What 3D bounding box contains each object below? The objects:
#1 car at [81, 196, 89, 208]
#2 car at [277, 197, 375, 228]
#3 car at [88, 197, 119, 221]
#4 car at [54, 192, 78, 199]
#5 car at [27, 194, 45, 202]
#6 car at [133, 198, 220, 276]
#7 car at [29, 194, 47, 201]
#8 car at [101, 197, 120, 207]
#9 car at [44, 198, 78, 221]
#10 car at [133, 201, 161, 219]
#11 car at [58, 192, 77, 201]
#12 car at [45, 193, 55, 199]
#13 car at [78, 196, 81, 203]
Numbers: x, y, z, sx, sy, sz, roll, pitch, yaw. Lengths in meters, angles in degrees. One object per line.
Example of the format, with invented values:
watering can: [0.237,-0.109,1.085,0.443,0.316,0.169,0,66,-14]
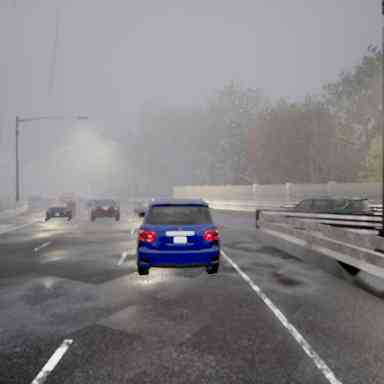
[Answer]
car: [-13.767,1.408,46.061,1.882,1.535,5.008,0,0,-24]
car: [7.197,1.301,18.779,2.150,2.045,5.566,-1,0,-41]
car: [-7.042,1.311,27.154,2.097,1.767,4.553,0,0,-14]
car: [-16.833,1.286,44.302,2.097,1.767,4.553,0,0,-24]
car: [-33.161,1.253,69.788,1.837,1.490,4.892,0,0,-43]
car: [-0.507,1.207,10.497,2.150,2.045,5.566,0,0,-5]
car: [-40.014,1.396,86.388,4.902,1.511,2.128,0,0,39]
car: [-12.713,1.492,51.692,1.994,1.385,4.181,0,0,-28]
car: [-10.551,1.486,26.811,1.812,1.442,4.674,0,0,-15]
car: [-4.081,1.519,29.589,1.994,1.385,4.181,0,0,-15]
car: [-27.910,0.969,74.414,2.150,2.045,5.566,0,0,-43]
car: [-30.505,1.104,72.068,2.097,1.767,4.553,0,0,-43]
car: [-23.074,1.454,68.388,1.994,1.385,4.181,0,0,-37]
